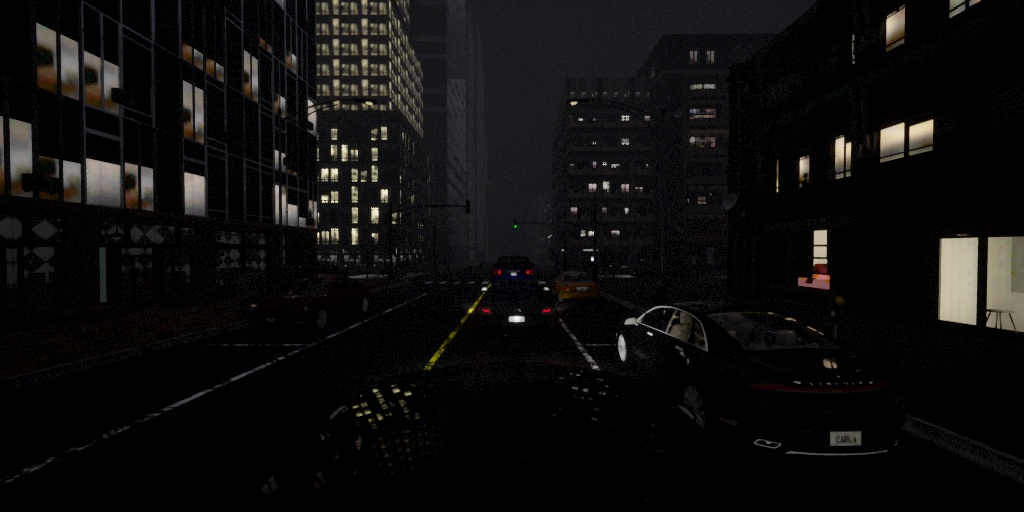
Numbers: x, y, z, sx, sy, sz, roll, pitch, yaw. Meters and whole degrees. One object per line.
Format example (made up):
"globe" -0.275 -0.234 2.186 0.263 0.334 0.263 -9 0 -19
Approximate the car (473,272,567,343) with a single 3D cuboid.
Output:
"car" 0.095 1.312 9.639 1.994 1.385 4.181 0 0 0

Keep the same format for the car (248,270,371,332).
"car" -5.825 1.292 10.897 1.888 1.381 4.507 0 0 0

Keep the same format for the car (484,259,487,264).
"car" -5.711 1.304 60.093 1.948 1.339 4.313 0 0 0

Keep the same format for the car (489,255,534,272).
"car" 0.090 0.968 20.229 2.150 2.045 5.566 0 0 0

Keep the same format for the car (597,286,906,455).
"car" 2.817 1.299 5.198 2.007 1.370 4.403 0 0 0

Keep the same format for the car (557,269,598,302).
"car" 2.813 1.271 16.657 1.751 1.417 4.829 0 0 0

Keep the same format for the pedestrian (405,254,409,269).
"pedestrian" -12.562 0.670 42.954 0.375 1.860 0.375 0 0 1

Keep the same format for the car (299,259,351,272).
"car" -17.869 1.154 34.291 4.674 1.442 1.812 1 1 2

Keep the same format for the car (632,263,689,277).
"car" 15.342 1.405 37.044 5.357 1.411 2.033 0 1 1

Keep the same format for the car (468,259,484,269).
"car" -5.709 1.264 54.269 1.751 1.417 4.829 0 0 0
